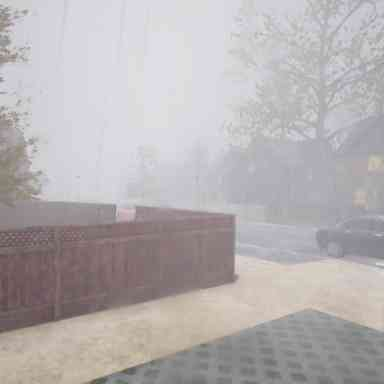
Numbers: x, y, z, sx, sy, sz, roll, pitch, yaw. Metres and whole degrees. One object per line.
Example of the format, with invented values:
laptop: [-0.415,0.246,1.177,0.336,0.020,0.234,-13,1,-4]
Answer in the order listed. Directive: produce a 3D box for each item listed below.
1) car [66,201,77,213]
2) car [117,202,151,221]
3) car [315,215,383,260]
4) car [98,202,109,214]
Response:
car: [-16.238,1.986,43.545,1.882,1.535,5.008,2,-2,-34]
car: [-4.078,1.603,25.908,2.097,1.767,4.553,2,-2,-35]
car: [6.428,1.559,10.785,1.837,1.490,4.892,2,-1,-35]
car: [-11.898,2.059,42.229,1.812,1.442,4.674,2,-2,-34]
